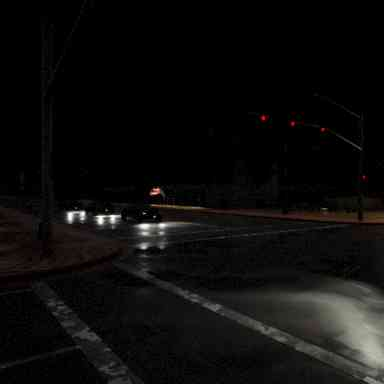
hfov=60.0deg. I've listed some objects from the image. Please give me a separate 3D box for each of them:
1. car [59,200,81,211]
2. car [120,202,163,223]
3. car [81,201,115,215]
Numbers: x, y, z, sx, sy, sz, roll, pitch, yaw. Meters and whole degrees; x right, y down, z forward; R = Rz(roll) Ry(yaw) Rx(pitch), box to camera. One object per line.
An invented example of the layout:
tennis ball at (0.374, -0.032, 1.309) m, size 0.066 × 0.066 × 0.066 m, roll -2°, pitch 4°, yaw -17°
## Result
car at (-15.146, 1.601, 41.663) m, size 1.895 × 1.301 × 4.718 m, roll 0°, pitch 0°, yaw -35°
car at (-4.085, 1.526, 26.133) m, size 1.812 × 1.442 × 4.674 m, roll 0°, pitch 0°, yaw -36°
car at (-9.312, 1.564, 33.452) m, size 1.994 × 1.385 × 4.181 m, roll 0°, pitch 0°, yaw -35°
